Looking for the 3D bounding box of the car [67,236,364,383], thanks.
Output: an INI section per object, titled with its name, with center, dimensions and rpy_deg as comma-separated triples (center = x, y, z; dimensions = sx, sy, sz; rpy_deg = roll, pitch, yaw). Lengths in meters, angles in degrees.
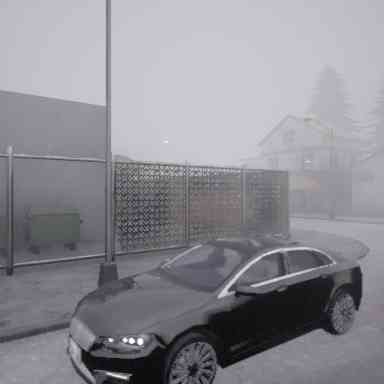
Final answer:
[car]
center = 0.703, 1.491, 5.104
dimensions = 4.902, 1.511, 2.128
rpy_deg = 0, 0, -35
